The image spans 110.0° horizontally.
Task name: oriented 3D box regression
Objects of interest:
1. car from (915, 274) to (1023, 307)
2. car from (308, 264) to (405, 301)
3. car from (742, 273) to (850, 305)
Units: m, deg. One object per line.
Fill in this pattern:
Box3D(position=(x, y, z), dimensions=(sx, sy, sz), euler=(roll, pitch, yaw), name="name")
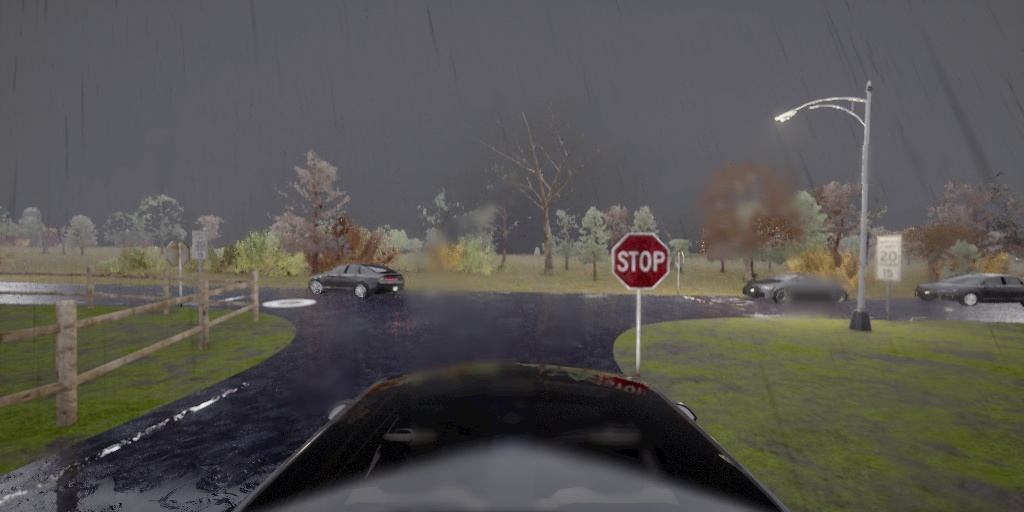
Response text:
Box3D(position=(22.576, 1.621, 17.368), dimensions=(4.892, 1.490, 1.837), euler=(1, 1, 0), name="car")
Box3D(position=(-7.162, 1.097, 16.434), dimensions=(4.892, 1.490, 1.837), euler=(1, -1, 26), name="car")
Box3D(position=(13.654, 1.521, 17.385), dimensions=(4.181, 1.385, 1.994), euler=(1, 1, 0), name="car")
